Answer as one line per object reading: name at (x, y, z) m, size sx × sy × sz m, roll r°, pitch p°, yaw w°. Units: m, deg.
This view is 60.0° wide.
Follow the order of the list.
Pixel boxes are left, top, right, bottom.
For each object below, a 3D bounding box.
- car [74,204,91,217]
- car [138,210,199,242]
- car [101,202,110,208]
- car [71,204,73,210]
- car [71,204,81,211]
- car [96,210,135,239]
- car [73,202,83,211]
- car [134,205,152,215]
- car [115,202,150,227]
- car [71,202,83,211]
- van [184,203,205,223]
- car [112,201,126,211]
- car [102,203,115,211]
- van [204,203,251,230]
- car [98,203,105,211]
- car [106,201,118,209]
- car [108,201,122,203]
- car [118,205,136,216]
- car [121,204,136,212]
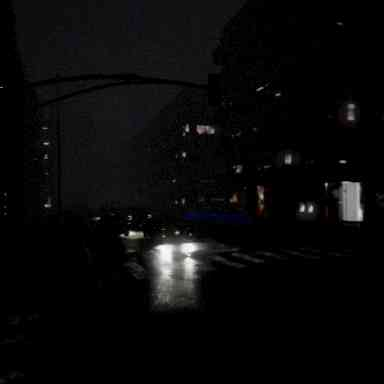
car at (-15.253, 2.782, 47.156) m, size 1.802 × 1.307 × 4.206 m, roll -2°, pitch -1°, yaw -21°
car at (-1.458, 1.949, 18.789) m, size 1.994 × 1.385 × 4.181 m, roll -1°, pitch -1°, yaw -21°
car at (-23.873, 3.652, 91.455) m, size 1.882 × 1.535 × 5.008 m, roll -1°, pitch -1°, yaw -21°
car at (-19.314, 3.027, 57.595) m, size 2.008 × 1.369 × 4.403 m, roll -2°, pitch -1°, yaw -21°
car at (-27.472, 3.581, 78.458) m, size 2.008 × 1.369 × 4.403 m, roll -2°, pitch -1°, yaw -21°
car at (-5.102, 2.091, 21.058) m, size 1.802 × 1.307 × 4.206 m, roll -2°, pitch -1°, yaw -21°
car at (-17.288, 2.778, 52.377) m, size 1.967 × 1.590 × 4.097 m, roll -2°, pitch -1°, yaw -21°
car at (-7.465, 2.654, 50.157) m, size 1.802 × 1.307 × 4.206 m, roll -2°, pitch -1°, yaw -21°
car at (-4.593, 1.950, 26.821) m, size 2.097 × 1.767 × 4.553 m, roll -1°, pitch -1°, yaw -21°
car at (-25.434, 3.207, 73.248) m, size 2.192 × 1.841 × 5.009 m, roll -2°, pitch -1°, yaw -21°
van at (0.647, 1.861, 29.282) m, size 1.690 × 1.788 × 3.998 m, roll -2°, pitch -1°, yaw -21°
car at (-15.595, 2.940, 71.039) m, size 2.192 × 1.841 × 5.009 m, roll -2°, pitch -1°, yaw -21°
car at (-8.223, 2.322, 36.165) m, size 1.882 × 1.535 × 5.008 m, roll -1°, pitch -1°, yaw -21°
van at (2.676, 1.723, 24.062) m, size 1.690 × 1.788 × 3.998 m, roll -2°, pitch -1°, yaw -21°
car at (-11.993, 2.651, 45.985) m, size 2.033 × 1.411 × 5.357 m, roll -1°, pitch -1°, yaw -21°
car at (-19.655, 3.217, 81.477) m, size 2.192 × 1.841 × 5.009 m, roll -2°, pitch -1°, yaw -21°
car at (-14.057, 2.618, 59.968) m, size 2.150 × 2.045 × 5.566 m, roll -1°, pitch -1°, yaw -21°
car at (-9.563, 2.616, 48.441) m, size 1.812 × 1.442 × 4.674 m, roll -1°, pitch -1°, yaw -21°
car at (-11.589, 2.878, 60.755) m, size 1.752 × 1.417 × 4.829 m, roll -2°, pitch -1°, yaw -21°
